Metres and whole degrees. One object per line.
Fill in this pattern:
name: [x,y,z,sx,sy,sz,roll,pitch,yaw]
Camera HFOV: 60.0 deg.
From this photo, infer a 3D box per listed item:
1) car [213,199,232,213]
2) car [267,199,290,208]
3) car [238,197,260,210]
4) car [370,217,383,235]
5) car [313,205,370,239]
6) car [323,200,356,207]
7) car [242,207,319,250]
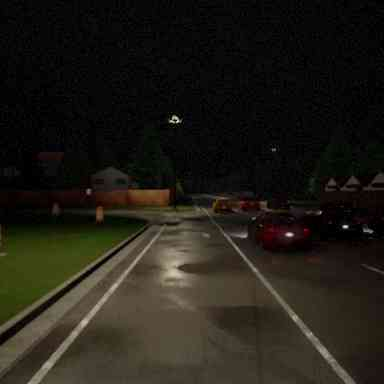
car: [3.467,1.525,38.586,1.882,1.535,5.008,0,0,0]
car: [10.454,1.541,40.605,2.128,1.511,4.902,0,0,0]
car: [6.952,1.402,40.825,2.097,1.767,4.553,0,0,0]
car: [10.631,1.567,15.866,2.033,1.411,5.357,0,0,0]
car: [7.119,1.585,17.463,1.994,1.385,4.181,0,0,0]
car: [14.015,1.531,32.067,2.128,1.511,4.902,0,0,0]
car: [3.641,1.582,14.475,1.994,1.385,4.181,0,0,0]
